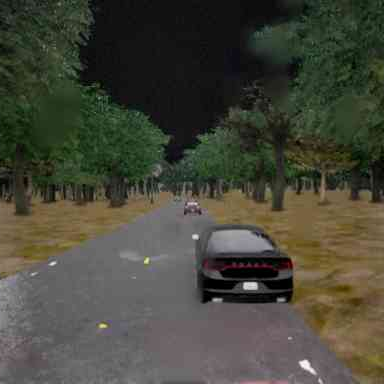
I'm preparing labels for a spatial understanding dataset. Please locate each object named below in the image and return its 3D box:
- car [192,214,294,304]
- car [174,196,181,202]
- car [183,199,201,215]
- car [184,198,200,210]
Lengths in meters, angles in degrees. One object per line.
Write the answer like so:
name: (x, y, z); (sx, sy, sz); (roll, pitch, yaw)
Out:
car: (1.039, 1.539, 8.400); (1.882, 1.535, 5.008); (0, 0, 0)
car: (-3.628, 1.761, 83.332); (1.837, 1.490, 4.892); (0, 0, -3)
car: (0.057, 1.717, 36.493); (1.812, 1.442, 4.674); (0, 0, 0)
car: (-0.016, 1.704, 46.615); (2.128, 1.511, 4.902); (0, 0, 0)
